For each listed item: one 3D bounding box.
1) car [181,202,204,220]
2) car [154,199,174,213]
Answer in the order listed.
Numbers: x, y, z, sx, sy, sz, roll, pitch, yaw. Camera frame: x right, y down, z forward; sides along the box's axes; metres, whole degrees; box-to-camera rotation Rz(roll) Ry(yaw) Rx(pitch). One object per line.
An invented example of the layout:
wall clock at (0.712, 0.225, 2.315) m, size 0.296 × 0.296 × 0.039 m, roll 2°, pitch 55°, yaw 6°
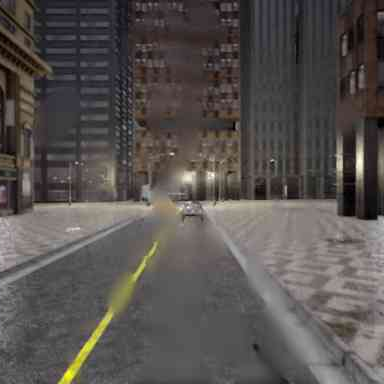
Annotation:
car at (0.066, 1.549, 28.367) m, size 2.033 × 1.411 × 5.357 m, roll 0°, pitch 0°, yaw 0°
car at (-3.049, 1.480, 36.868) m, size 1.882 × 1.535 × 5.008 m, roll 0°, pitch 0°, yaw 0°
